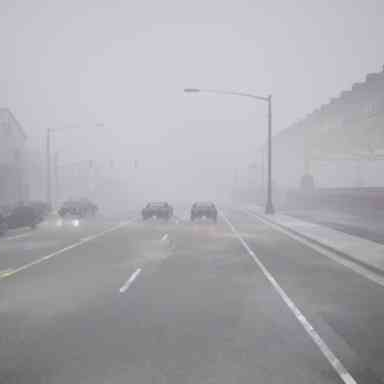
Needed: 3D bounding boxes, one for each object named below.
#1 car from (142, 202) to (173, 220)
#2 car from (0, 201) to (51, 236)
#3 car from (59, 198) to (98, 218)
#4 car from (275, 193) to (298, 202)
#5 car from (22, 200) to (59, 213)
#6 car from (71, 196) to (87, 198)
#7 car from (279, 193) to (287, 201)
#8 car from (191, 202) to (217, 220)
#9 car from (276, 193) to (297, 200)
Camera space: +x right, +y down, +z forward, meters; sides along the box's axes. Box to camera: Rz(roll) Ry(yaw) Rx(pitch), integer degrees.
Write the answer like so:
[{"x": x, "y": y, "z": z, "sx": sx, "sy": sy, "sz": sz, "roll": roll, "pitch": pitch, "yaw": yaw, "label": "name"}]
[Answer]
[{"x": -2.578, "y": 1.433, "z": 25.879, "sx": 1.895, "sy": 1.301, "sz": 4.718, "roll": 0, "pitch": 0, "yaw": 2, "label": "car"}, {"x": -10.028, "y": 1.424, "z": 18.067, "sx": 2.033, "sy": 1.411, "sz": 5.357, "roll": 0, "pitch": 0, "yaw": 2, "label": "car"}, {"x": -9.631, "y": 1.412, "z": 28.368, "sx": 1.895, "sy": 1.301, "sz": 4.718, "roll": 0, "pitch": 0, "yaw": 3, "label": "car"}, {"x": 18.007, "y": 1.060, "z": 63.164, "sx": 4.974, "sy": 1.542, "sz": 2.038, "roll": 0, "pitch": 1, "yaw": -45, "label": "car"}, {"x": -13.192, "y": 1.366, "z": 26.846, "sx": 2.033, "sy": 1.411, "sz": 5.357, "roll": 0, "pitch": 0, "yaw": 3, "label": "car"}, {"x": -12.805, "y": 1.230, "z": 37.291, "sx": 1.882, "sy": 1.535, "sz": 5.008, "roll": 0, "pitch": 0, "yaw": 2, "label": "car"}, {"x": 17.865, "y": 1.089, "z": 58.558, "sx": 2.038, "sy": 1.542, "sz": 4.974, "roll": 0, "pitch": 0, "yaw": -35, "label": "car"}, {"x": 0.922, "y": 1.435, "z": 25.823, "sx": 1.895, "sy": 1.301, "sz": 4.718, "roll": 0, "pitch": 0, "yaw": 2, "label": "car"}, {"x": 18.044, "y": 0.902, "z": 63.199, "sx": 4.536, "sy": 1.218, "sz": 1.853, "roll": 0, "pitch": 1, "yaw": -45, "label": "car"}]
